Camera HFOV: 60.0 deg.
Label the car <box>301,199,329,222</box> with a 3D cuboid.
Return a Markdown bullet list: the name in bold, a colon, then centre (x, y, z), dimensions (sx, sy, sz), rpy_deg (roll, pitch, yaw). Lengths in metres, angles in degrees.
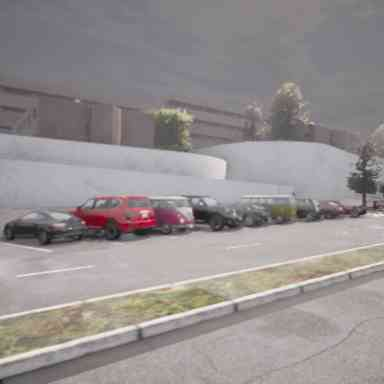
- **car**: centre (7.785, 1.312, 25.800), dimensions (4.553, 1.767, 2.185), rpy_deg (-1, 0, 34)

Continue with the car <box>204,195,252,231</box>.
- **car**: centre (0.499, 1.215, 20.613), dimensions (5.566, 2.045, 2.435), rpy_deg (-1, -1, 35)

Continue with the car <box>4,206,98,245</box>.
- **car**: centre (-6.813, 1.530, 15.423), dimensions (4.674, 1.452, 2.002), rpy_deg (-1, 0, 34)

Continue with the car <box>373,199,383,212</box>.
- **car**: centre (22.439, 1.408, 36.248), dimensions (4.792, 1.488, 2.163), rpy_deg (-1, -1, 34)

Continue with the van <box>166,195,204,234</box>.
- **van**: centre (-1.857, 1.249, 18.831), dimensions (4.442, 1.987, 1.878), rpy_deg (-1, -1, 35)

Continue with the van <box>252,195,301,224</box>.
- **van**: centre (5.233, 1.223, 24.151), dimensions (4.442, 1.987, 1.878), rpy_deg (-1, 0, 34)

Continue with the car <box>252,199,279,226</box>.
- **car**: centre (2.908, 1.458, 22.350), dimensions (4.892, 1.521, 2.231), rpy_deg (-1, 0, 34)

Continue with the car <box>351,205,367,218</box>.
- **car**: centre (12.663, 1.447, 29.279), dimensions (4.792, 1.488, 2.163), rpy_deg (-1, -1, 34)

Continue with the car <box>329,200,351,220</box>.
- **car**: centre (10.193, 1.468, 27.544), dimensions (4.674, 1.452, 2.002), rpy_deg (-1, 0, 35)

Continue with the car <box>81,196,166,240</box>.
- **car**: centre (-4.413, 1.235, 17.174), dimensions (5.566, 2.045, 2.435), rpy_deg (-1, 0, 34)
